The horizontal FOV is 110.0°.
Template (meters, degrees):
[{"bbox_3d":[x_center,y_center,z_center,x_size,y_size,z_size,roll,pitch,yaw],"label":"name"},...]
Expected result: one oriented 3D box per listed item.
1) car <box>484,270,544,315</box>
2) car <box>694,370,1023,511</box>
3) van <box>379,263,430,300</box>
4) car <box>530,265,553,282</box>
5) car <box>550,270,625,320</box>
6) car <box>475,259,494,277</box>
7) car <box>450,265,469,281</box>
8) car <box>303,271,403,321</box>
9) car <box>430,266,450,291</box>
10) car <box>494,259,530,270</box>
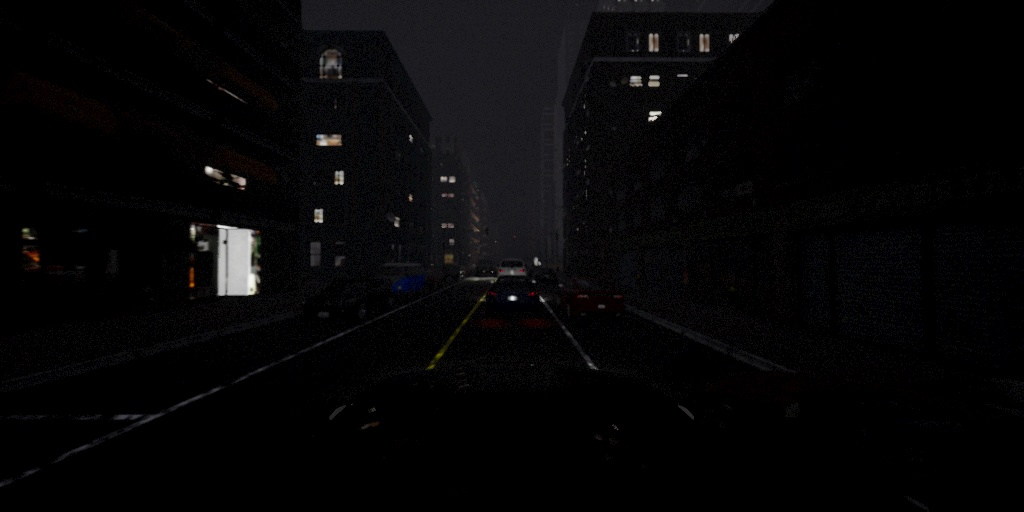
[{"bbox_3d":[0.039,1.435,14.278,1.994,1.385,4.181,0,0,1],"label":"car"},{"bbox_3d":[2.692,1.334,1.955,1.802,1.307,4.207,0,0,0],"label":"car"},{"bbox_3d":[-5.698,1.252,18.533,1.690,1.789,3.998,0,0,0],"label":"van"},{"bbox_3d":[2.677,1.585,29.571,1.948,1.339,4.313,0,0,0],"label":"car"},{"bbox_3d":[2.686,1.404,13.001,1.888,1.381,4.507,0,0,0],"label":"car"},{"bbox_3d":[-3.056,1.367,42.185,2.150,2.045,5.566,0,-1,1],"label":"car"},{"bbox_3d":[-5.707,1.639,35.102,1.948,1.339,4.313,0,0,0],"label":"car"},{"bbox_3d":[-5.695,1.424,13.009,1.948,1.339,4.313,0,0,0],"label":"car"},{"bbox_3d":[-5.701,1.510,24.056,1.888,1.381,4.507,0,0,0],"label":"car"},{"bbox_3d":[0.023,1.228,28.152,2.150,2.045,5.566,0,0,1],"label":"car"}]
